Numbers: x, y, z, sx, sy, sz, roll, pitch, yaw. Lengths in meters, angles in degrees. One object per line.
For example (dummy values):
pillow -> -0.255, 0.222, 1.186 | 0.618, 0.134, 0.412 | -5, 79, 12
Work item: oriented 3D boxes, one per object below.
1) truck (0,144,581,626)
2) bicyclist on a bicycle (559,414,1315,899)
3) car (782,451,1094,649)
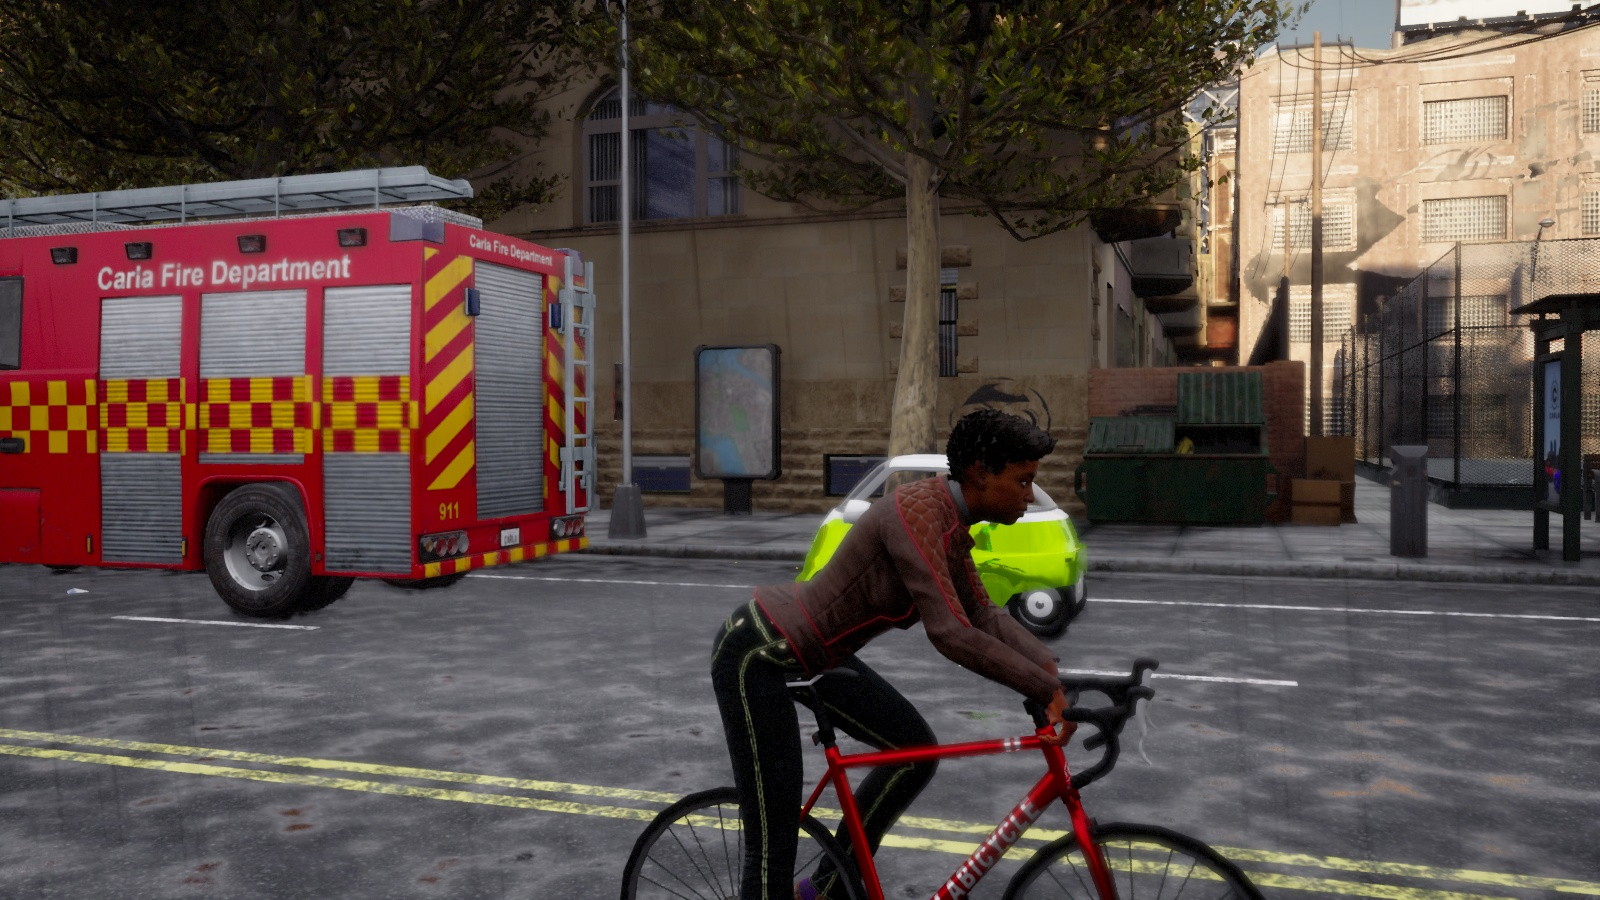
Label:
truck -> -6.695, -0.566, 12.681 | 8.468, 3.827, 2.891 | 1, 1, 19
bicyclist on a bicycle -> 0.305, 0.732, 3.021 | 1.656, 1.620, 0.582 | 1, 1, 17
car -> 1.153, 0.723, 10.141 | 2.207, 1.376, 1.481 | 1, 1, 19
